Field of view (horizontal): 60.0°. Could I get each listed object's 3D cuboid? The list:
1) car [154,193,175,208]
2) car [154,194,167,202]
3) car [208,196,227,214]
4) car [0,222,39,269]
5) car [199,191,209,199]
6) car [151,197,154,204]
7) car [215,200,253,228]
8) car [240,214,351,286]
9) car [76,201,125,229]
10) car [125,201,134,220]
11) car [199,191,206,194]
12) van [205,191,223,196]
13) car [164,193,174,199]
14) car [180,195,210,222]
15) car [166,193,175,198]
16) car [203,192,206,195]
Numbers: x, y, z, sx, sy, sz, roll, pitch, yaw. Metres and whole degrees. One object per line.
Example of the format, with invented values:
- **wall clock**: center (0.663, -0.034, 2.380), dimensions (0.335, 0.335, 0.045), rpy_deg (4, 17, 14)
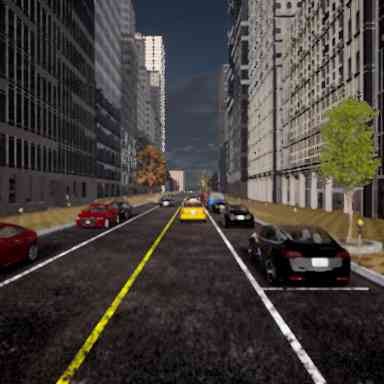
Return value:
- **car**: center (-3.098, 1.183, 41.875), dimensions (2.128, 1.511, 4.902), rpy_deg (0, 0, 0)
- **car**: center (-5.698, 1.094, 60.305), dimensions (2.008, 1.369, 4.403), rpy_deg (0, 0, 0)
- **car**: center (2.687, 1.335, 31.834), dimensions (1.947, 1.339, 4.313), rpy_deg (0, 0, 0)
- **car**: center (-5.690, 1.517, 9.073), dimensions (1.802, 1.307, 4.206), rpy_deg (0, 0, 0)
- **car**: center (2.681, 0.716, 77.369), dimensions (2.192, 1.841, 5.009), rpy_deg (0, 0, 0)
- **car**: center (-5.697, 1.116, 54.441), dimensions (1.752, 1.417, 4.829), rpy_deg (0, 0, 0)
- **car**: center (2.689, 1.419, 20.450), dimensions (1.947, 1.339, 4.313), rpy_deg (0, 0, 0)
- **car**: center (2.691, 1.501, 9.066), dimensions (1.947, 1.339, 4.313), rpy_deg (0, 0, 0)
- **car**: center (-5.691, 1.398, 20.457), dimensions (1.887, 1.381, 4.507), rpy_deg (0, 0, 0)
- **car**: center (-5.693, 1.377, 26.149), dimensions (1.947, 1.339, 4.313), rpy_deg (0, 0, 0)
- **car**: center (2.683, 0.811, 65.985), dimensions (2.192, 1.841, 5.009), rpy_deg (0, 0, 0)
- **van**: center (2.687, 1.067, 37.526), dimensions (1.690, 1.788, 3.998), rpy_deg (0, 0, 0)
- **car**: center (-5.701, 0.903, 83.073), dimensions (2.008, 1.369, 4.403), rpy_deg (0, 0, 0)
- **car**: center (0.093, 1.282, 24.186), dimensions (1.801, 1.575, 5.366), rpy_deg (0, 0, 0)
- **car**: center (-5.702, 0.869, 88.766), dimensions (1.947, 1.339, 4.313), rpy_deg (0, 0, 0)
- **car**: center (2.686, 1.121, 43.218), dimensions (1.967, 1.590, 4.097), rpy_deg (0, 0, 0)
